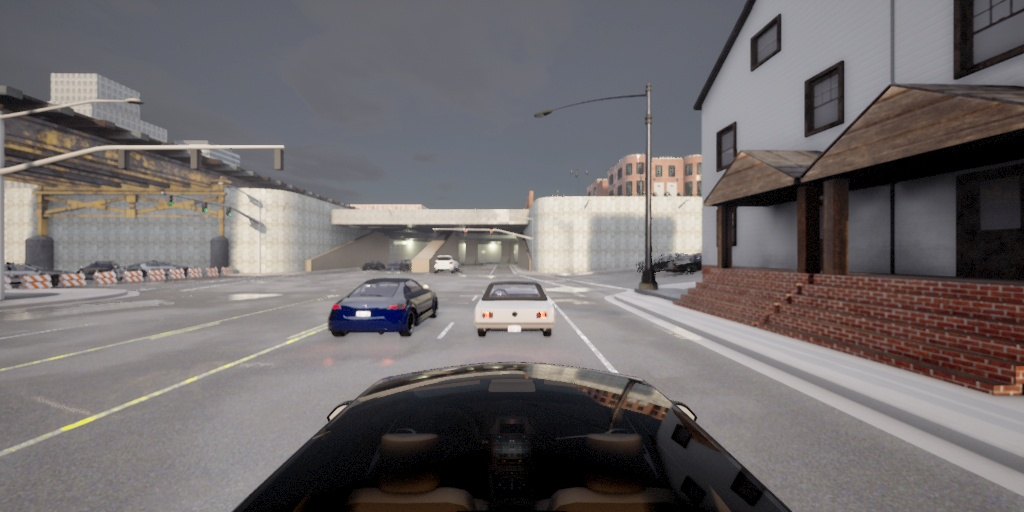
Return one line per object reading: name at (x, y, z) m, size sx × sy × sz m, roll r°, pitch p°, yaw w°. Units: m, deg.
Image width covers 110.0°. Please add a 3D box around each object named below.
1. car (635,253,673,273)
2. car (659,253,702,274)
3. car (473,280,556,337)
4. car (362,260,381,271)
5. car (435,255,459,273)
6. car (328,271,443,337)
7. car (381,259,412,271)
car at (12.861, 0.566, 30.240) m, size 4.902 × 1.511 × 2.128 m, roll -7°, pitch 0°, yaw 0°
car at (14.330, 0.442, 26.738) m, size 5.357 × 1.411 × 2.033 m, roll -8°, pitch 0°, yaw 3°
car at (0.070, 1.346, 10.262) m, size 1.895 × 1.301 × 4.718 m, roll 0°, pitch 0°, yaw 0°
car at (-18.378, 1.287, 47.755) m, size 1.994 × 1.385 × 4.181 m, roll 0°, pitch 0°, yaw -1°
car at (-7.606, 0.948, 42.188) m, size 2.150 × 2.045 × 5.566 m, roll 0°, pitch 0°, yaw -1°
car at (-3.432, 1.309, 10.307) m, size 1.994 × 1.385 × 4.181 m, roll 0°, pitch 0°, yaw 0°
car at (-14.859, 1.271, 46.959) m, size 2.033 × 1.411 × 5.357 m, roll 0°, pitch 0°, yaw -1°
